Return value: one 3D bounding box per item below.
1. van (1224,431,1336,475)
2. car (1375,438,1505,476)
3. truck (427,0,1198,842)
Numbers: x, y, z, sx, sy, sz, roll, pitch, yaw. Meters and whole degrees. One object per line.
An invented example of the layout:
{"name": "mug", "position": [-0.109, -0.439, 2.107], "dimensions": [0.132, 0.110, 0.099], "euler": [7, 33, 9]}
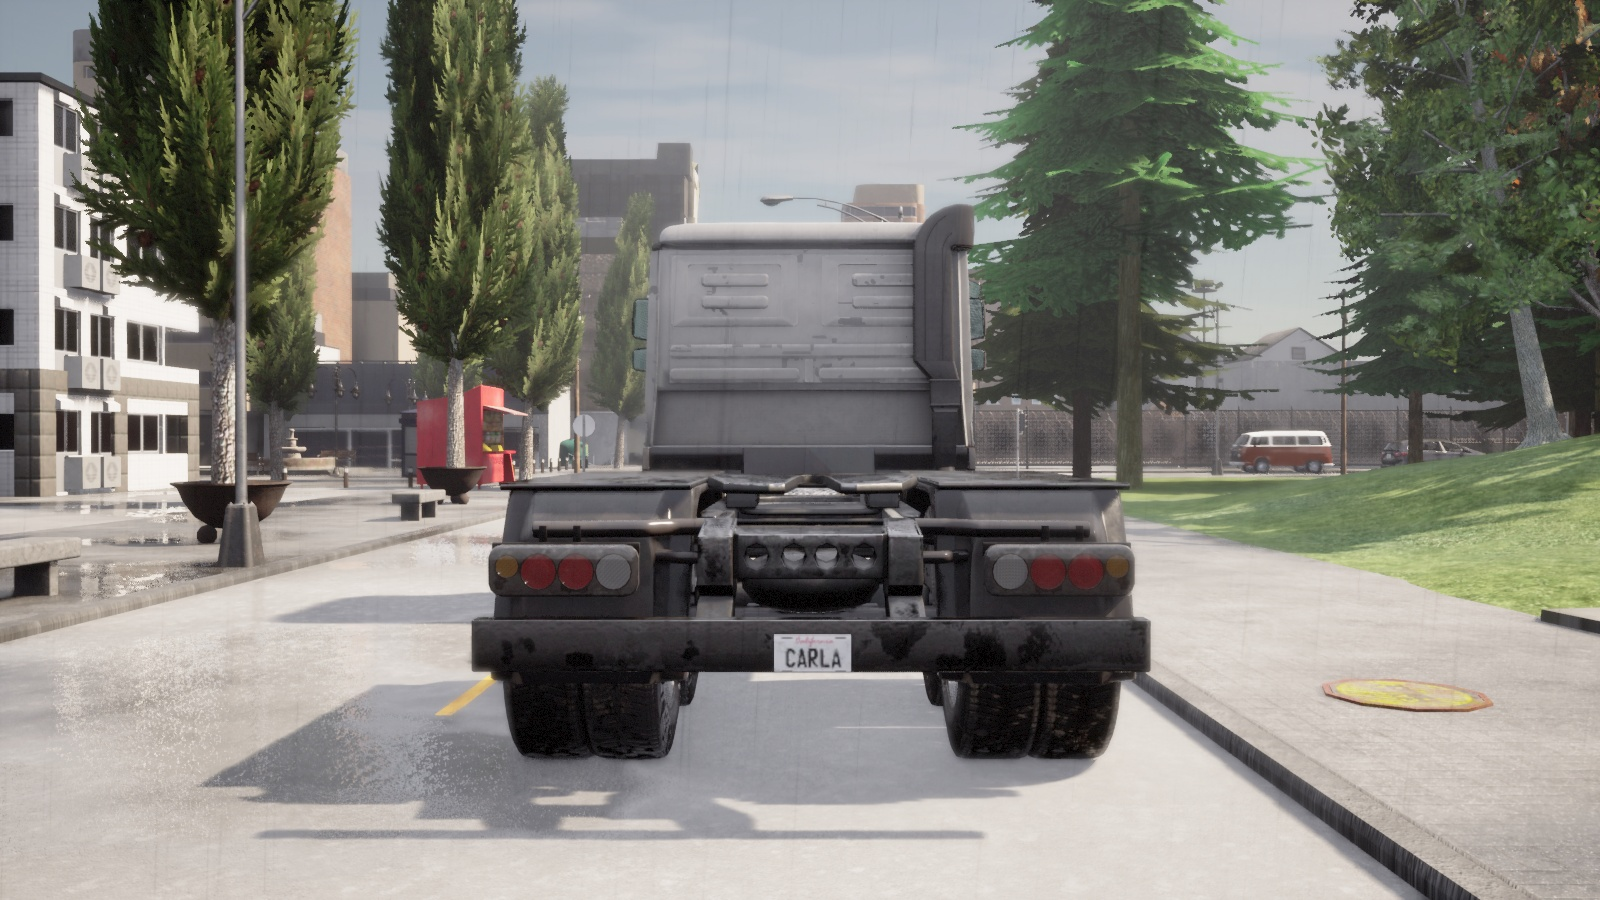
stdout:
{"name": "van", "position": [22.736, 0.152, 59.612], "dimensions": [4.480, 2.038, 2.069], "euler": [0, 0, 0]}
{"name": "car", "position": [28.257, 0.300, 55.584], "dimensions": [4.611, 1.667, 2.242], "euler": [0, 0, 0]}
{"name": "truck", "position": [0.066, -0.284, 8.680], "dimensions": [2.891, 3.462, 7.936], "euler": [0, 0, 0]}
